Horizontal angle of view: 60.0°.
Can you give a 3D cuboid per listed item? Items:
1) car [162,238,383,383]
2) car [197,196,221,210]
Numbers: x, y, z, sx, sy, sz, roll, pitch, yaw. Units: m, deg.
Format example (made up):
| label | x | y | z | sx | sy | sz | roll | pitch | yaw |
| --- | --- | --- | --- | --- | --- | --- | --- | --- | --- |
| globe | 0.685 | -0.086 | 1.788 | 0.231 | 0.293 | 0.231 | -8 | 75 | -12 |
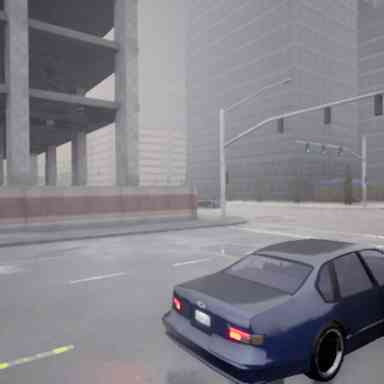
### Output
| label | x | y | z | sx | sy | sz | roll | pitch | yaw |
| --- | --- | --- | --- | --- | --- | --- | --- | --- | --- |
| car | 2.180 | 1.492 | 5.346 | 5.357 | 1.411 | 2.033 | -1 | 0 | -35 |
| car | 1.976 | 1.222 | 38.977 | 1.837 | 1.490 | 4.892 | -1 | 1 | -36 |
